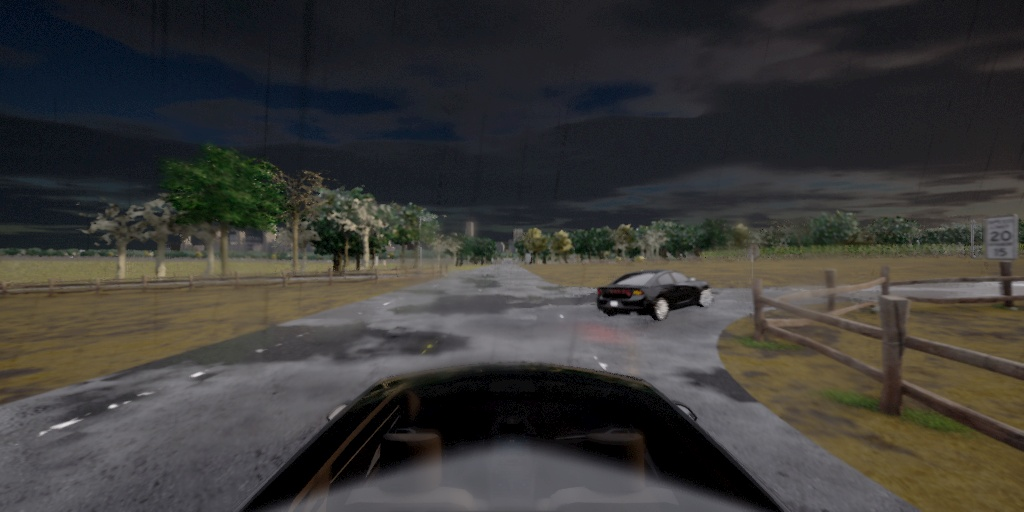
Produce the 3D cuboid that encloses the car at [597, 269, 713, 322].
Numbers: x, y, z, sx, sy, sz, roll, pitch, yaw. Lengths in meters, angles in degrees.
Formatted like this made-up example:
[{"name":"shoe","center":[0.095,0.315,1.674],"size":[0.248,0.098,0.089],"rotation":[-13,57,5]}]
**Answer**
[{"name":"car","center":[5.026,1.189,12.412],"size":[5.008,1.535,1.882],"rotation":[-3,-1,-38]}]
